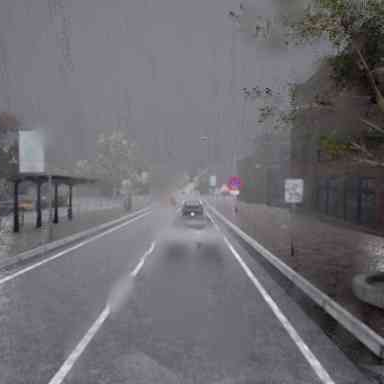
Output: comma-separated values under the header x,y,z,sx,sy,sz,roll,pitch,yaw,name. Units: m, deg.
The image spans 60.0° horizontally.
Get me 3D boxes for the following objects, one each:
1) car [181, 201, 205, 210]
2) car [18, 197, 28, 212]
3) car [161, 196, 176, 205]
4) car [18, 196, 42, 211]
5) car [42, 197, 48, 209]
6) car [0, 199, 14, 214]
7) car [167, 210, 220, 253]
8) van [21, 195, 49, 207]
x,y,z,sx,sy,sz,roll,pitch,yaw,name
0.068,1.576,30.306,1.837,1.490,4.892,0,0,0,car
-22.148,1.667,38.257,4.792,1.488,2.163,0,0,0,car
-3.344,1.276,47.994,2.128,1.511,4.902,0,-6,0,car
-21.937,1.647,41.032,5.366,1.575,1.946,0,0,0,car
-22.156,1.692,43.809,4.792,1.488,2.163,0,0,0,car
-22.108,1.627,35.483,4.892,1.521,2.231,0,0,0,car
0.063,1.657,13.889,1.895,1.301,4.718,0,0,0,car
-22.014,1.449,46.584,4.442,1.987,1.878,0,0,0,van
